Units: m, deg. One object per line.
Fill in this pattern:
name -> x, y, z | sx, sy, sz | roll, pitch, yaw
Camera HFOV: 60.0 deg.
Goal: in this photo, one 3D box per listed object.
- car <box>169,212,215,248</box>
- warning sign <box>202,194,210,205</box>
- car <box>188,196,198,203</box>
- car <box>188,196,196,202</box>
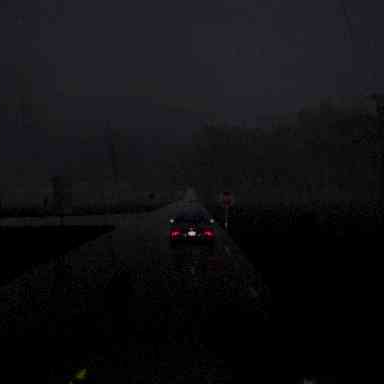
car -> 0.000, 1.572, 14.664 | 2.033, 1.411, 5.357 | 0, 0, 0
warning sign -> 2.494, 1.343, 59.685 | 1.300, 1.860, 1.060 | 3, 2, 0
car -> 0.002, 1.812, 72.673 | 1.895, 1.301, 4.718 | 0, -1, 0
car -> 0.001, 1.794, 86.413 | 1.882, 1.535, 5.008 | 0, -1, 0
